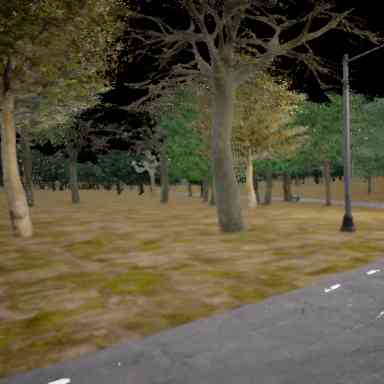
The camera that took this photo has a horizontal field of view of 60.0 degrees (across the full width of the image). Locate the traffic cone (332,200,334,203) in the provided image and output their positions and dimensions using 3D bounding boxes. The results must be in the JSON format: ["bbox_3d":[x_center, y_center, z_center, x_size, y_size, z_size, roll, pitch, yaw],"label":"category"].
[{"bbox_3d":[33.027,2.187,78.184,0.340,0.580,0.340,-3,0,-4],"label":"traffic cone"}]
